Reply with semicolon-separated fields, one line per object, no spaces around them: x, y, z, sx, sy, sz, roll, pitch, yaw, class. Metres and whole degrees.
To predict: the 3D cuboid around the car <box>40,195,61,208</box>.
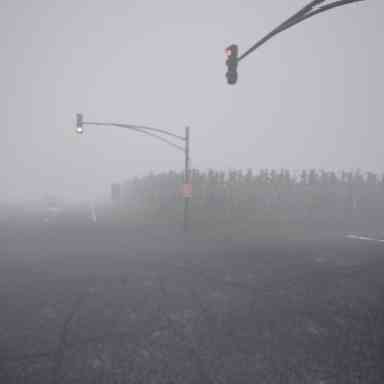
-18.449;1.244;43.077;1.837;1.490;4.892;1;0;-17;car

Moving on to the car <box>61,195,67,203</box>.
-24.119;1.211;61.573;2.033;1.411;5.357;1;0;-17;car
